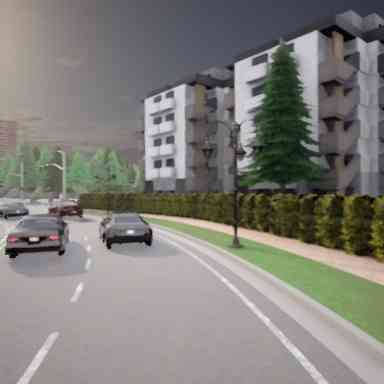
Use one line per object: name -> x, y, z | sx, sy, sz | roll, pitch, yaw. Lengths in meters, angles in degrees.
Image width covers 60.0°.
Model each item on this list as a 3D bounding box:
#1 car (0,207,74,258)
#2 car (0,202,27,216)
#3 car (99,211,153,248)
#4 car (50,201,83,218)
car -> -5.881, 1.569, 13.070 | 2.033, 1.411, 5.357 | 0, 0, -19
car -> -16.059, 1.632, 29.849 | 1.994, 1.385, 4.181 | 0, 0, -39
car -> -3.089, 1.561, 15.073 | 1.994, 1.385, 4.181 | 0, 0, -19
car -> -11.279, 1.512, 29.530 | 1.882, 1.535, 5.008 | 0, 0, -37
